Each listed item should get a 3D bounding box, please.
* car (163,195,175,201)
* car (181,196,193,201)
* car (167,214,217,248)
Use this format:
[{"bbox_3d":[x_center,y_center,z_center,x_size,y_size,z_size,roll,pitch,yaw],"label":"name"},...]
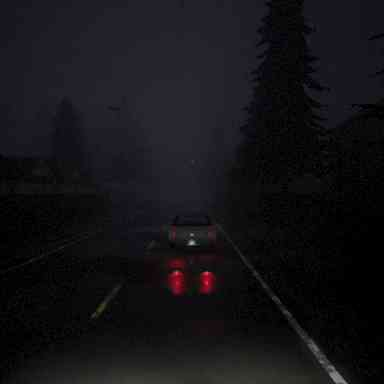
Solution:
[{"bbox_3d":[-5.994,1.498,84.144,1.837,1.490,4.892,0,0,-31],"label":"car"},{"bbox_3d":[-1.309,1.550,82.483,1.994,1.385,4.181,0,0,-24],"label":"car"},{"bbox_3d":[0.000,1.614,14.680,1.895,1.301,4.718,0,0,0],"label":"car"}]
